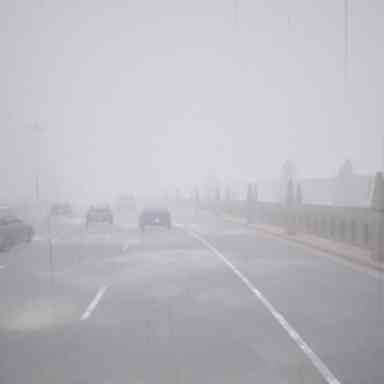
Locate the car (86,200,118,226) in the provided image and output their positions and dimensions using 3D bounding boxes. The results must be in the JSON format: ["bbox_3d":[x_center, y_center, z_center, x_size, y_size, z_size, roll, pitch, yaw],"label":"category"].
[{"bbox_3d":[-6.766,1.590,24.536,2.128,1.511,4.902,0,0,-14],"label":"car"}]

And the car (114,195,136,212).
[{"bbox_3d":[-8.187,1.368,40.625,2.150,2.045,5.566,0,0,-20],"label":"car"}]

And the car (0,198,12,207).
[{"bbox_3d":[-34.342,1.929,61.211,2.128,1.511,4.902,0,0,-20],"label":"car"}]

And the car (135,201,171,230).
[{"bbox_3d":[-2.558,1.542,22.058,1.882,1.535,5.008,0,0,-12],"label":"car"}]

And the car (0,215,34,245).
[{"bbox_3d":[-8.167,1.642,13.916,1.994,1.385,4.181,0,0,-8],"label":"car"}]

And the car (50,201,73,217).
[{"bbox_3d":[-13.041,1.642,33.241,1.882,1.535,5.008,0,0,-19],"label":"car"}]

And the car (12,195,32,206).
[{"bbox_3d":[-29.738,1.584,58.760,2.150,2.045,5.566,0,0,-20],"label":"car"}]

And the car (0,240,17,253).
[{"bbox_3d":[-3.610,1.528,2.702,1.837,1.490,4.892,0,0,-2],"label":"car"}]
